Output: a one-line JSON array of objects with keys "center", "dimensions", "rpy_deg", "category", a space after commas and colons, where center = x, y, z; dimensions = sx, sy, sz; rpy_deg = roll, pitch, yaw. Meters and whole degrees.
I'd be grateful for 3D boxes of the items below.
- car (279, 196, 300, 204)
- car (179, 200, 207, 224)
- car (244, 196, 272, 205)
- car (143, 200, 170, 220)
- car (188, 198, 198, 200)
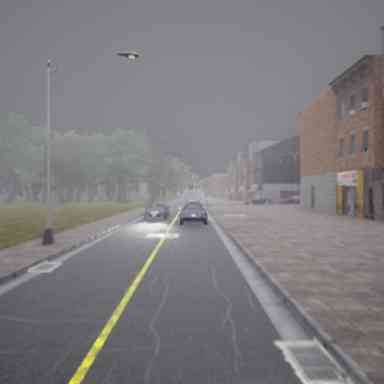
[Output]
[{"center": [15.963, 1.245, 52.821], "dimensions": [4.206, 1.307, 1.802], "rpy_deg": [-1, 1, 0], "category": "car"}, {"center": [0.100, 1.530, 24.485], "dimensions": [1.994, 1.385, 4.181], "rpy_deg": [0, 0, 0], "category": "car"}, {"center": [10.432, 1.333, 52.823], "dimensions": [4.403, 1.369, 2.008], "rpy_deg": [-1, 1, 0], "category": "car"}, {"center": [-2.833, 1.455, 27.534], "dimensions": [2.128, 1.511, 4.902], "rpy_deg": [0, 0, 0], "category": "car"}, {"center": [0.099, 1.527, 42.302], "dimensions": [1.812, 1.442, 4.674], "rpy_deg": [0, 0, 0], "category": "car"}]
